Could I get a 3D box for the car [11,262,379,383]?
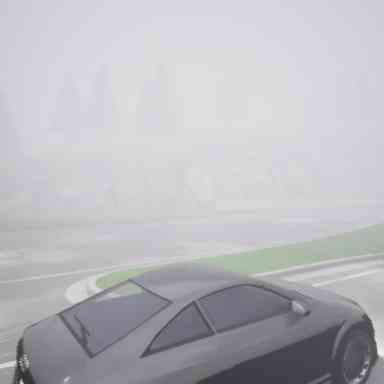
[{"bbox_3d":[0.280,1.561,3.855,4.181,1.385,1.994,0,0,-34],"label":"car"}]
